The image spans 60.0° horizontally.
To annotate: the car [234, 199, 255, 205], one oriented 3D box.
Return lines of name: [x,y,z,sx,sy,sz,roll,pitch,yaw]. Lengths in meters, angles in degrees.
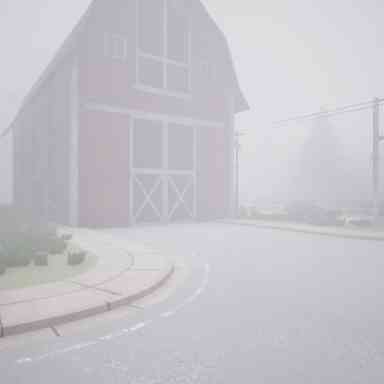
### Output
car: [5.498,1.552,38.480,1.812,1.442,4.674,0,0,-34]

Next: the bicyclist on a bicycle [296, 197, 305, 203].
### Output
bicyclist on a bicycle: [13.252,1.322,40.222,1.656,1.620,0.582,46,-25,-24]

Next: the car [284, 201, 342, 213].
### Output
car: [10.930,1.574,30.599,2.033,1.411,5.357,0,0,-35]
